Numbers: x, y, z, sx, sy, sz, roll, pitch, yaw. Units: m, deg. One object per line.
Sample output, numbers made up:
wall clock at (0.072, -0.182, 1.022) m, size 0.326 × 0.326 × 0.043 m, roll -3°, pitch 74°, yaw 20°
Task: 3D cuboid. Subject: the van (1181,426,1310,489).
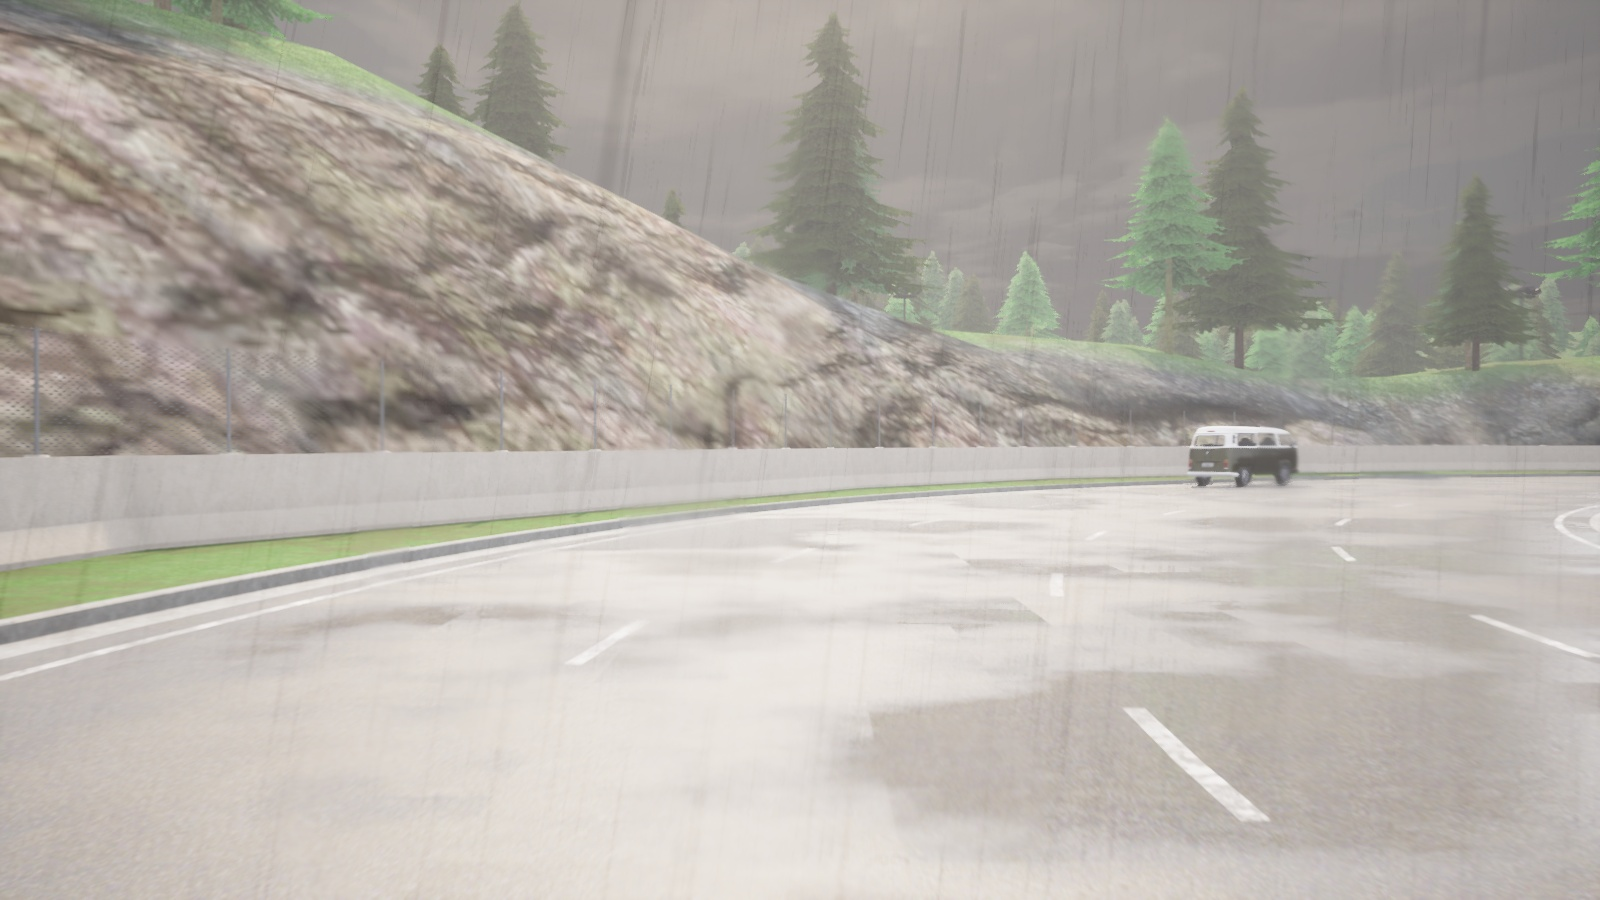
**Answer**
van at (15.157, 0.242, 42.644) m, size 4.480 × 2.038 × 2.069 m, roll 0°, pitch 0°, yaw -39°
